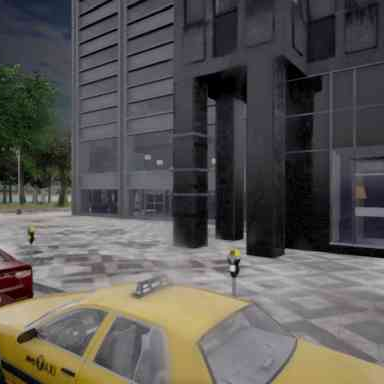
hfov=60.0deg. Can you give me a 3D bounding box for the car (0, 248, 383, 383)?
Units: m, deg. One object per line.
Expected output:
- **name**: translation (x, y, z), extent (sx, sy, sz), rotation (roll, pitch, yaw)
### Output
- **car**: translation (-0.591, 1.525, 3.384), extent (4.829, 1.417, 1.752), rotation (0, 0, 36)
